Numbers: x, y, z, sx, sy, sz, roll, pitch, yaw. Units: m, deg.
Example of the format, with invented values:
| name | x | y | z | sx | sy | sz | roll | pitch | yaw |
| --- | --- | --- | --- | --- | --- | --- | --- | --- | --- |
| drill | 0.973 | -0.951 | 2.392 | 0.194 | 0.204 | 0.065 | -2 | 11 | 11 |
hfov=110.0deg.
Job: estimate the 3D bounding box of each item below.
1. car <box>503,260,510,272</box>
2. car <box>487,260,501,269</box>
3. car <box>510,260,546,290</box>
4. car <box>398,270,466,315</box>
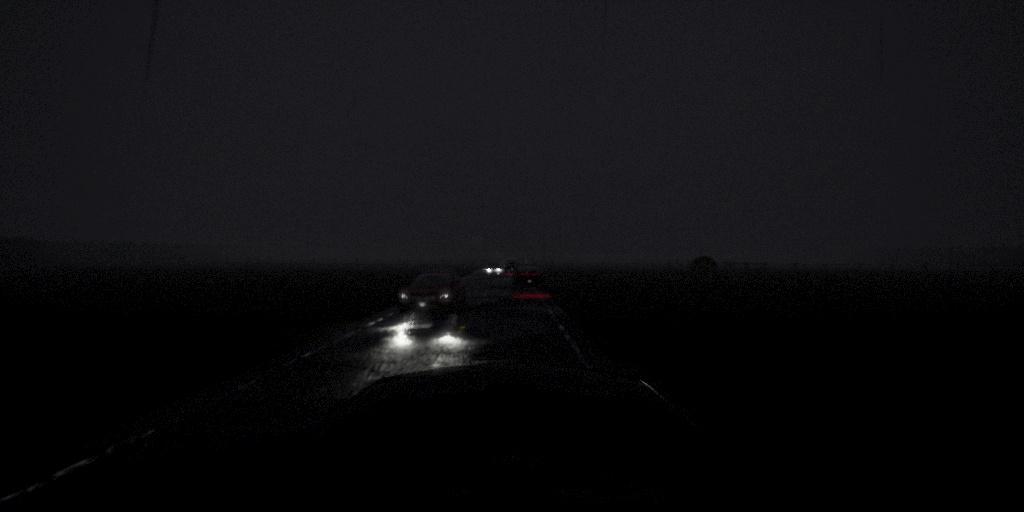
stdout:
| name | x | y | z | sx | sy | sz | roll | pitch | yaw |
| --- | --- | --- | --- | --- | --- | --- | --- | --- | --- |
| car | 0.027 | 1.208 | 44.013 | 1.837 | 1.490 | 4.892 | 0 | 0 | 1 |
| car | -2.800 | 1.287 | 56.423 | 1.895 | 1.301 | 4.718 | 0 | 0 | 1 |
| car | 0.961 | 1.208 | 22.038 | 1.882 | 1.535 | 5.008 | 0 | 0 | 0 |
| car | -2.852 | 1.264 | 13.709 | 1.812 | 1.442 | 4.674 | 0 | 0 | 0 |
